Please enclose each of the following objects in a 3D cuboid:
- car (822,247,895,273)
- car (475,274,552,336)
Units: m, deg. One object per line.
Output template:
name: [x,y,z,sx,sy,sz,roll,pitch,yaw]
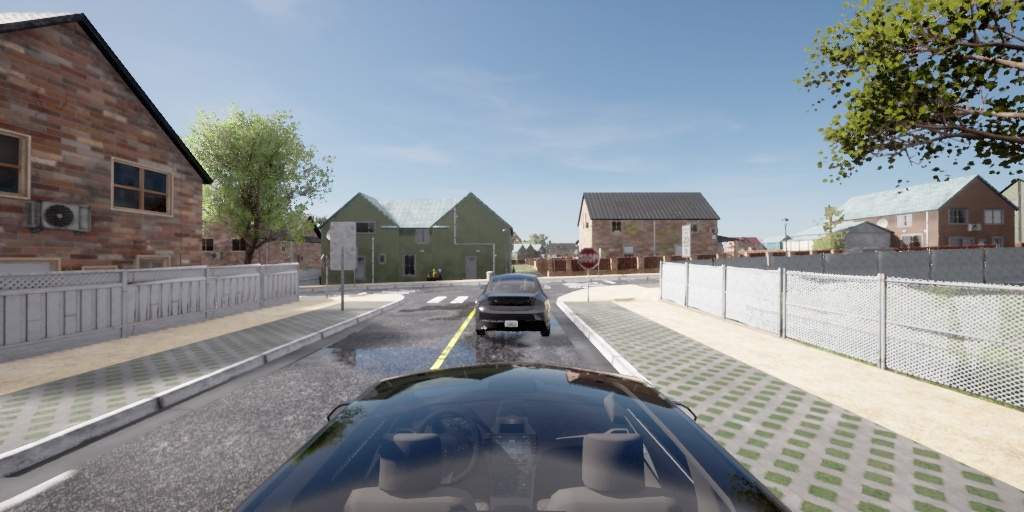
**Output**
car: [22.833,0.234,23.653,4.553,1.767,2.097,-2,0,1]
car: [0.085,1.256,10.380,1.837,1.490,4.892,0,0,2]
